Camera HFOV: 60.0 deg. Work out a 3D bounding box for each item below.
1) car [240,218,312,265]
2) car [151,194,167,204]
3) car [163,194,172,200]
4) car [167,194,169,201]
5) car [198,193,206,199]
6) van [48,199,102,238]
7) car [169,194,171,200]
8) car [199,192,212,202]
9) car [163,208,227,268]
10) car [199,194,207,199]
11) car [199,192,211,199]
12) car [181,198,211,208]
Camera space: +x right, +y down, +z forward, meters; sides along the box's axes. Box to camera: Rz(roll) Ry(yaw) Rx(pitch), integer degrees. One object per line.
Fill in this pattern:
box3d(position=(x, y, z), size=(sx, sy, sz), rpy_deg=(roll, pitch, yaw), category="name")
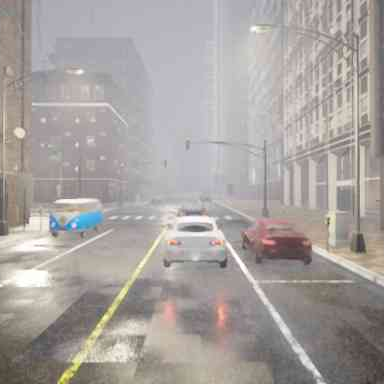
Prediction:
box3d(position=(2.692, 1.518, 11.176), size=(1.802, 1.307, 4.206), rpy_deg=(1, 0, 0), category="car")
box3d(position=(-5.729, 1.234, 54.767), size=(2.008, 1.369, 4.403), rpy_deg=(1, 0, 0), category="car")
box3d(position=(-5.752, 1.133, 77.386), size=(1.802, 1.307, 4.206), rpy_deg=(1, 0, 0), category="car")
box3d(position=(-5.735, 1.201, 60.422), size=(2.008, 1.369, 4.403), rpy_deg=(1, 0, 0), category="car")
box3d(position=(2.618, 1.036, 88.705), size=(2.008, 1.369, 4.403), rpy_deg=(1, 0, 0), category="car")
box3d(position=(-5.776, 1.244, 16.850), size=(1.690, 1.788, 3.998), rpy_deg=(1, 0, 0), category="van")
box3d(position=(-5.741, 1.183, 66.076), size=(1.947, 1.339, 4.313), rpy_deg=(1, 0, 0), category="car")
box3d(position=(2.643, 0.933, 66.085), size=(2.192, 1.841, 5.009), rpy_deg=(1, 0, 0), category="car")
box3d(position=(0.095, 1.463, 10.928), size=(1.812, 1.442, 4.674), rpy_deg=(0, 0, 0), category="car")
box3d(position=(2.623, 1.101, 83.051), size=(1.802, 1.307, 4.206), rpy_deg=(1, 0, 0), category="car")
box3d(position=(2.645, 1.233, 60.432), size=(1.802, 1.307, 4.206), rpy_deg=(1, 0, 0), category="car")
box3d(position=(0.058, 1.383, 21.048), size=(2.163, 1.488, 4.792), rpy_deg=(0, 0, -1), category="car")
